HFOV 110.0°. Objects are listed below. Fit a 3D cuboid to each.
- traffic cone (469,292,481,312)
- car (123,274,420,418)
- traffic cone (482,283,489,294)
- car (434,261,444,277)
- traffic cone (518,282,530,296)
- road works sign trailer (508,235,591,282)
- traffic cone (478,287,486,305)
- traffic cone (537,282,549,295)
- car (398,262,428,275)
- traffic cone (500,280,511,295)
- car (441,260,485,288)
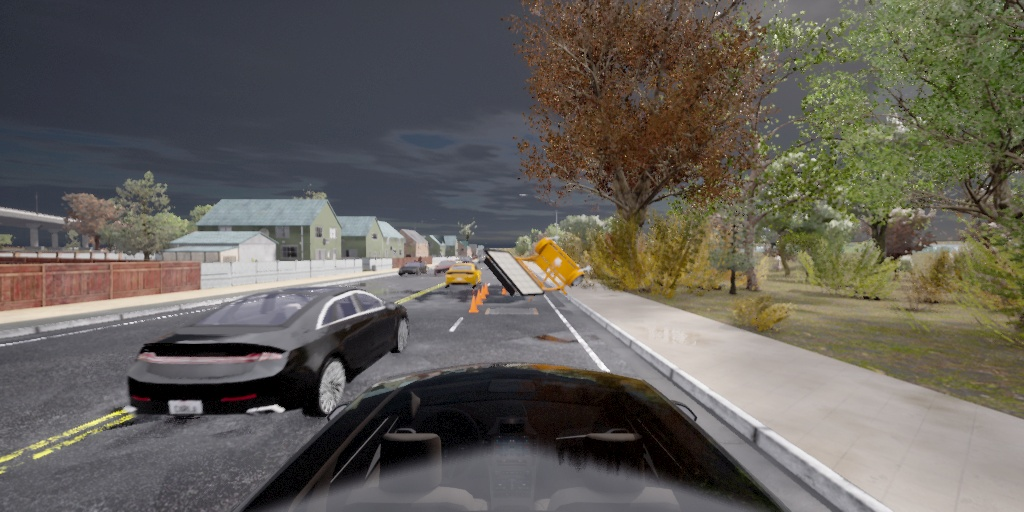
[{"bbox_3d":[-1.374,1.710,12.890,0.340,0.580,0.340,0,0,0],"label":"traffic cone"},{"bbox_3d":[-3.147,1.243,5.883,2.128,1.511,4.902,0,0,0],"label":"car"},{"bbox_3d":[-1.372,1.711,16.890,0.340,0.580,0.340,0,0,0],"label":"traffic cone"},{"bbox_3d":[-6.581,1.232,36.308,1.882,1.535,5.008,0,0,0],"label":"car"},{"bbox_3d":[0.627,1.712,18.890,0.340,0.580,0.340,0,0,0],"label":"traffic cone"},{"bbox_3d":[1.803,-0.888,15.400,2.380,3.560,2.880,0,0,43],"label":"road works sign trailer"},{"bbox_3d":[-1.374,1.711,14.891,0.340,0.580,0.340,0,0,0],"label":"traffic cone"},{"bbox_3d":[1.628,1.712,18.889,0.340,0.580,0.340,0,0,0],"label":"traffic cone"},{"bbox_3d":[-9.834,1.302,36.107,2.033,1.411,5.357,0,0,0],"label":"car"},{"bbox_3d":[-0.372,1.712,18.890,0.340,0.580,0.340,0,0,0],"label":"traffic cone"},{"bbox_3d":[-3.139,1.235,23.906,1.882,1.535,5.008,0,0,0],"label":"car"}]
